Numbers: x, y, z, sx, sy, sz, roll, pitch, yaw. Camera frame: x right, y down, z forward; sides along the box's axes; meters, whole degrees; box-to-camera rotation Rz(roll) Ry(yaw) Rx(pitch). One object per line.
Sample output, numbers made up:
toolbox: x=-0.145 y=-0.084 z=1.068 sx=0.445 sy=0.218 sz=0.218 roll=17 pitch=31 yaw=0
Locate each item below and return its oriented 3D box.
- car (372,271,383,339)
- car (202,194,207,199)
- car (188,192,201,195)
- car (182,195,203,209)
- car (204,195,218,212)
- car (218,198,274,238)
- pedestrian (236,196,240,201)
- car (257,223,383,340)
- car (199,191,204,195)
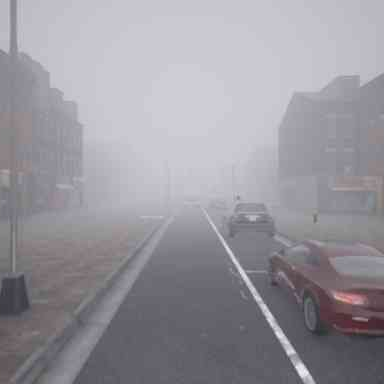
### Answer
car: x=2.640 y=1.517 z=0.791 sx=1.752 sy=1.417 sz=4.829 roll=0 pitch=1 yaw=0
car: x=2.531 y=1.225 z=40.341 sx=2.008 sy=1.369 sz=4.403 roll=0 pitch=0 yaw=0
car: x=-0.311 y=1.115 z=50.020 sx=1.837 sy=1.490 sz=4.892 roll=0 pitch=1 yaw=-7
car: x=-0.041 y=1.290 z=38.289 sx=1.895 sy=1.301 sz=4.718 roll=0 pitch=0 yaw=0
car: x=2.547 y=1.280 z=34.666 sx=1.947 sy=1.339 sz=4.313 roll=0 pitch=0 yaw=0
car: x=2.704 y=1.204 z=16.906 sx=2.097 sy=1.767 sz=4.553 roll=0 pitch=0 yaw=0
pedestrian: x=2.697 y=1.124 z=19.715 sx=0.375 sy=1.860 sz=0.375 roll=0 pitch=0 yaw=0
car: x=2.624 y=1.524 z=6.296 sx=1.802 sy=1.307 sz=4.206 roll=0 pitch=0 yaw=0
car: x=2.452 y=1.041 z=69.371 sx=1.887 sy=1.381 sz=4.507 roll=0 pitch=0 yaw=0
